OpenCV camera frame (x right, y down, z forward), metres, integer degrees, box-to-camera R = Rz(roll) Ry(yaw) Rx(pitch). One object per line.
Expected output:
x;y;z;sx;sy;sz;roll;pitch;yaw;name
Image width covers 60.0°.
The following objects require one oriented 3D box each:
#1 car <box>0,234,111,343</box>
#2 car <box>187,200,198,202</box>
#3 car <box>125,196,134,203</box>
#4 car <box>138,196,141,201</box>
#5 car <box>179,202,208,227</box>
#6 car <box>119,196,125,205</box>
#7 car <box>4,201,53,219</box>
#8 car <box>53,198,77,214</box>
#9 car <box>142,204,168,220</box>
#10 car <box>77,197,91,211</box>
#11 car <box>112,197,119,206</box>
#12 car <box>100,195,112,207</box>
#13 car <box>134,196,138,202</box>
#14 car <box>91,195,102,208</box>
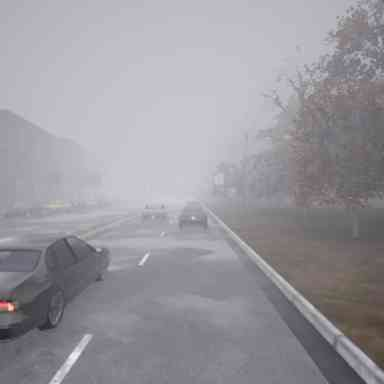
-3.160;1.581;6.890;2.033;1.411;5.357;0;0;0;car
0.072;1.695;41.716;2.128;1.511;4.902;0;0;0;car
-15.367;1.805;76.192;1.946;1.575;5.366;0;0;0;car
-15.413;1.862;87.244;1.946;1.575;5.366;0;0;0;car
0.084;1.680;23.741;1.994;1.385;4.181;0;0;0;car
-15.311;1.754;65.334;2.231;1.521;4.892;0;0;0;car
-15.191;1.578;30.520;2.231;1.521;4.892;0;0;0;car
-15.170;1.608;37.393;1.946;1.575;5.366;0;0;0;car
-3.170;1.744;29.414;1.895;1.301;4.718;0;0;0;car
-15.199;1.515;43.135;2.185;1.767;4.553;0;0;0;car
-15.285;1.726;59.808;2.231;1.521;4.892;0;0;0;car
-15.255;1.445;54.126;2.435;2.045;5.566;0;0;0;car
-15.394;1.712;81.935;2.185;1.767;4.553;0;0;0;car
-15.226;1.664;48.442;1.946;1.575;5.366;0;0;0;car
